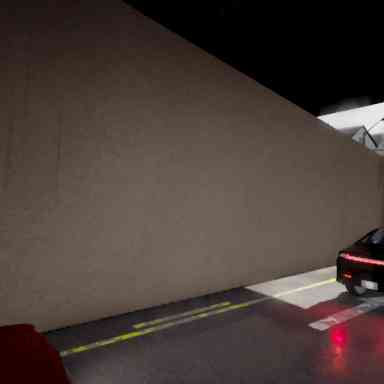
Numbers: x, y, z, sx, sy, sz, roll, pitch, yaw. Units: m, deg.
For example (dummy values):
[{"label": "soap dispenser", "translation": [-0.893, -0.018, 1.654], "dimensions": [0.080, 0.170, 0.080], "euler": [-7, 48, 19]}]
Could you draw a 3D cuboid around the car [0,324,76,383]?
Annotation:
[{"label": "car", "translation": [-3.016, 1.601, 1.674], "dimensions": [4.718, 1.301, 1.895], "euler": [0, 0, -35]}]

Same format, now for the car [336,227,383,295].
[{"label": "car", "translation": [5.226, 1.489, 7.501], "dimensions": [4.902, 1.511, 2.128], "euler": [0, 0, -35]}]
